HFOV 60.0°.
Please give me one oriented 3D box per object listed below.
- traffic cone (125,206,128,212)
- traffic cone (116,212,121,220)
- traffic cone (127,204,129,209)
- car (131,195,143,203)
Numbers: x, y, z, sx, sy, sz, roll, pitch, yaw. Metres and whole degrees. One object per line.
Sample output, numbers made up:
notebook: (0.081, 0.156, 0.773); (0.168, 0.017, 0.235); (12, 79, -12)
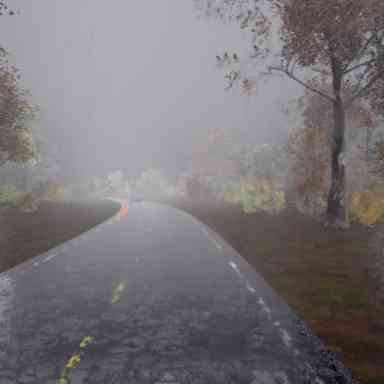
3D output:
traffic cone: (-6.328, 1.852, 30.749); (0.340, 0.580, 0.340); (0, 0, -8)
traffic cone: (-5.718, 1.870, 25.843); (0.340, 0.580, 0.340); (0, 0, -6)
traffic cone: (-7.039, 1.834, 35.643); (0.340, 0.580, 0.340); (0, 0, -9)
car: (-10.401, 1.327, 62.678); (2.033, 1.411, 5.357); (0, 0, -15)
